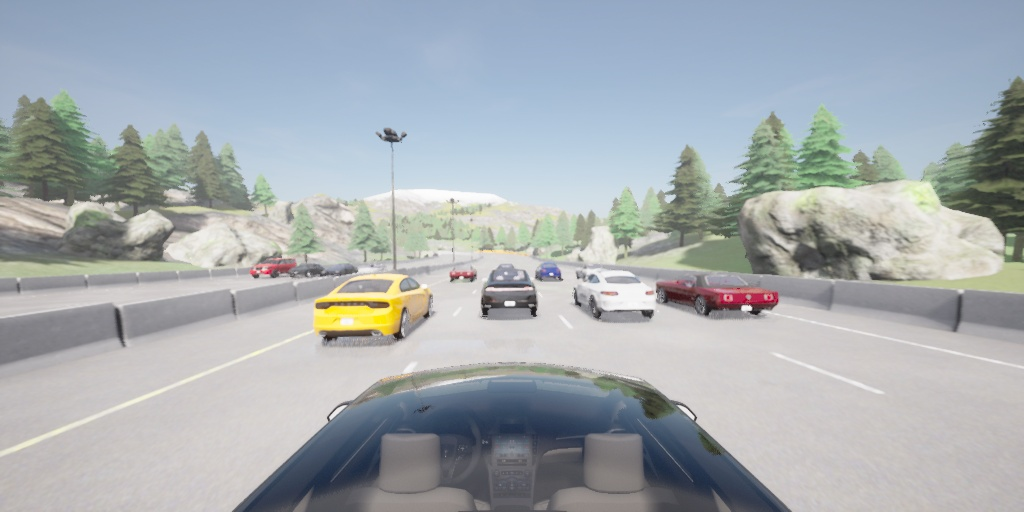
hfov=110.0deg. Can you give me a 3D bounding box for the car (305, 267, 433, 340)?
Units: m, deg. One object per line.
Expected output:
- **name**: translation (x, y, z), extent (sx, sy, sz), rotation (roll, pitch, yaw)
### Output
- **car**: translation (-3.552, 1.239, 10.080), extent (1.882, 1.535, 5.008), rotation (-1, 0, -1)

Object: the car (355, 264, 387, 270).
- **car**: translation (-14.750, 1.541, 38.716), extent (1.895, 1.301, 4.718), rotation (-1, 0, -1)

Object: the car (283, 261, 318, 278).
- **car**: translation (-21.745, 1.519, 38.210), extent (1.837, 1.490, 4.892), rotation (-1, -1, -1)

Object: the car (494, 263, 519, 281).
- **car**: translation (-0.484, 1.339, 30.896), extent (1.994, 1.385, 4.181), rotation (-1, 0, -1)

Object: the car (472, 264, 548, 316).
- **car**: translation (-0.117, 1.218, 13.203), extent (2.128, 1.511, 4.902), rotation (-1, 0, -1)

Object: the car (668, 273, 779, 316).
- **car**: translation (6.894, 1.259, 12.819), extent (1.895, 1.301, 4.718), rotation (-1, 0, -1)

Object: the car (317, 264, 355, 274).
- **car**: translation (-18.248, 1.522, 38.488), extent (2.033, 1.411, 5.357), rotation (-1, 0, -1)

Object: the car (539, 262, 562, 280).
- **car**: translation (3.030, 1.264, 30.265), extent (1.812, 1.442, 4.674), rotation (-1, 0, -1)

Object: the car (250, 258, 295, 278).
- **car**: translation (-25.249, 1.255, 38.364), extent (2.150, 2.045, 5.566), rotation (-1, 0, -1)

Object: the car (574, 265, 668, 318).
- **car**: translation (3.399, 1.218, 12.508), extent (1.812, 1.442, 4.674), rotation (-1, 0, -1)

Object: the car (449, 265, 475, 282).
- **car**: translation (-3.965, 1.407, 29.975), extent (1.895, 1.301, 4.718), rotation (-1, 0, -1)
